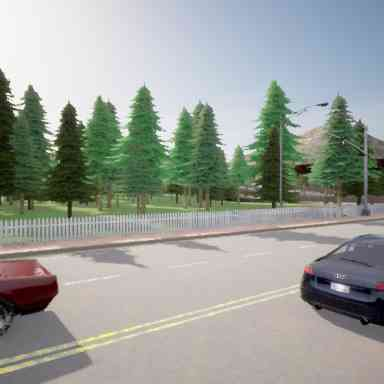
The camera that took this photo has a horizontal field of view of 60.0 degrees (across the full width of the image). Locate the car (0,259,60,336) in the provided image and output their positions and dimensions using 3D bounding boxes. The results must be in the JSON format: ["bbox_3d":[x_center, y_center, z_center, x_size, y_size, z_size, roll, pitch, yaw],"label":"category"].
[{"bbox_3d":[-4.659,1.601,4.968,4.718,1.301,1.895,0,0,-36],"label":"car"}]

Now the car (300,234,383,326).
[{"bbox_3d":[4.102,1.564,6.697,4.181,1.385,1.994,0,0,-35],"label":"car"}]
